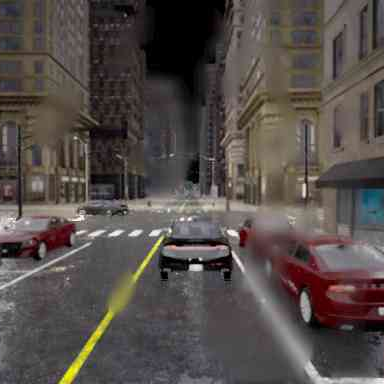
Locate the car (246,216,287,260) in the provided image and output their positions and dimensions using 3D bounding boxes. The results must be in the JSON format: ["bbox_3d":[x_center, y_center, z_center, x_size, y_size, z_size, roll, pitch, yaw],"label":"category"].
[{"bbox_3d":[2.756,1.563,12.442,1.887,1.381,4.507,-1,0,0],"label":"car"}]

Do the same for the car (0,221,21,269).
[{"bbox_3d":[-5.771,1.562,6.940,2.008,1.369,4.403,-1,0,0],"label":"car"}]

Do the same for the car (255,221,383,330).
[{"bbox_3d":[2.754,1.555,6.936,1.887,1.381,4.507,-1,0,0],"label":"car"}]

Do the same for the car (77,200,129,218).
[{"bbox_3d":[-7.976,1.481,29.516,4.892,1.490,1.837,1,-3,23],"label":"car"}]

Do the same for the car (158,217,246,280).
[{"bbox_3d":[0.091,1.506,9.957,2.128,1.511,4.902,0,0,0],"label":"car"}]

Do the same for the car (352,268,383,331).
[{"bbox_3d":[2.752,1.547,1.431,1.887,1.381,4.507,-1,0,0],"label":"car"}]

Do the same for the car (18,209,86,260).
[{"bbox_3d":[-5.768,1.564,12.445,1.887,1.381,4.507,-1,0,0],"label":"car"}]
